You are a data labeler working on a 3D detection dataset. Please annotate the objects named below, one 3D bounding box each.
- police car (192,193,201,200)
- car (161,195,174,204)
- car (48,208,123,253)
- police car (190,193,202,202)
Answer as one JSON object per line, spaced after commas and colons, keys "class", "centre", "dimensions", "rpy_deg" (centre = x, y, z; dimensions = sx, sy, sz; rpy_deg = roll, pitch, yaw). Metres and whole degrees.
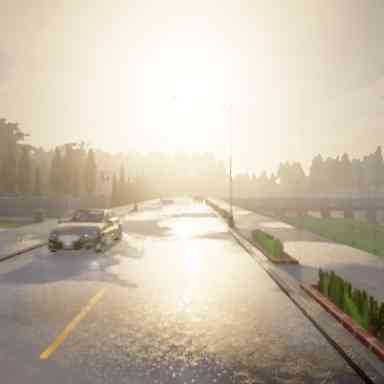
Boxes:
{"class": "police car", "centre": [1.143, 1.061, 86.635], "dimensions": [1.930, 1.638, 5.238], "rpy_deg": [-4, 0, 0]}
{"class": "car", "centre": [-4.050, 1.320, 56.507], "dimensions": [1.812, 1.442, 4.674], "rpy_deg": [0, 0, 1]}
{"class": "car", "centre": [-4.101, 1.442, 13.443], "dimensions": [2.128, 1.511, 4.902], "rpy_deg": [0, 0, 0]}
{"class": "police car", "centre": [1.157, 1.144, 70.651], "dimensions": [1.930, 1.638, 5.238], "rpy_deg": [-2, -1, 0]}
